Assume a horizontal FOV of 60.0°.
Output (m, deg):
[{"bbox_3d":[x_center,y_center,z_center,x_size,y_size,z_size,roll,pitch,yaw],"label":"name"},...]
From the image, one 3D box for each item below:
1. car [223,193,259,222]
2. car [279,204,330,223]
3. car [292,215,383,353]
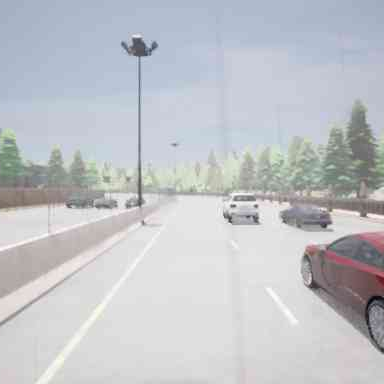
[{"bbox_3d":[3.587,1.103,25.024,2.150,2.045,5.566,0,0,0],"label":"car"},{"bbox_3d":[7.067,1.449,21.144,2.033,1.411,5.357,0,0,0],"label":"car"},{"bbox_3d":[3.563,1.449,6.052,1.882,1.535,5.008,0,0,0],"label":"car"}]
